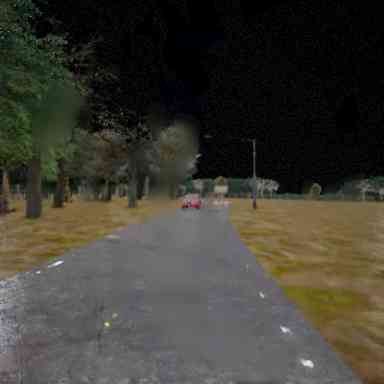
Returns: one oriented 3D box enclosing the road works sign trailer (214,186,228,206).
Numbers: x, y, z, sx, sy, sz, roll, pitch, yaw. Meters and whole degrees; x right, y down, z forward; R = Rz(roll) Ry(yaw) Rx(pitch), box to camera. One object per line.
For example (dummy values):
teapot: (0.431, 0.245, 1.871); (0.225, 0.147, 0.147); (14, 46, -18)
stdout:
road works sign trailer: (4.924, 0.604, 56.845); (2.380, 3.560, 2.880); (0, 0, 7)

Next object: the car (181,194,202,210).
car: (0.021, 1.337, 44.617); (2.150, 2.045, 5.566); (0, 0, 8)
